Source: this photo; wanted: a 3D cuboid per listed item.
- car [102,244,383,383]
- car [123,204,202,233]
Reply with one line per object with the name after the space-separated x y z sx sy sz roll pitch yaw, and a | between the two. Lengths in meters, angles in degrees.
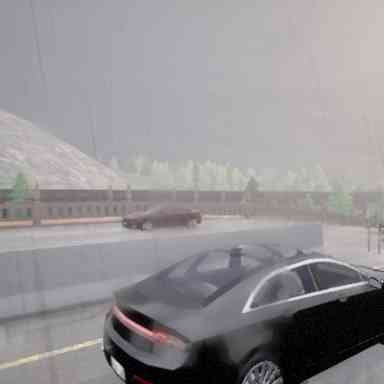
1.257 1.496 4.644 4.902 1.511 2.128 0 0 -35 | car
-1.697 1.492 19.977 5.008 1.535 1.882 0 0 -35 | car
